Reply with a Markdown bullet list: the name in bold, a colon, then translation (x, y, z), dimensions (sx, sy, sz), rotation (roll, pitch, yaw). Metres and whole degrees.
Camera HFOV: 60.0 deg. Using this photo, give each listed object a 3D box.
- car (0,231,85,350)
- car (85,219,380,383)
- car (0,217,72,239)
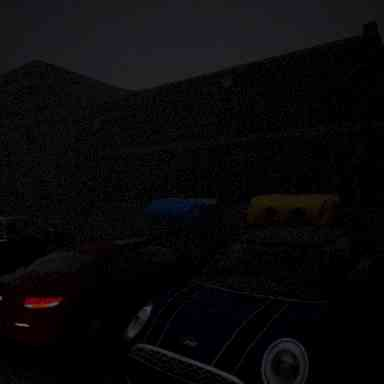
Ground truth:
- **car**: translation (-1.192, 1.523, 6.203), dimensions (2.002, 1.452, 4.674), rotation (0, 0, 36)
- **car**: translation (1.165, 1.356, 4.565), dimensions (2.185, 1.767, 4.553), rotation (0, 0, 36)
- **car**: translation (-5.710, 1.492, 9.438), dimensions (2.231, 1.521, 4.892), rotation (0, 0, 35)
